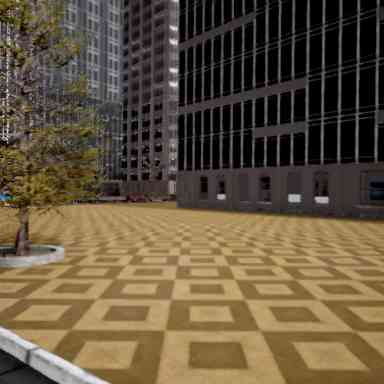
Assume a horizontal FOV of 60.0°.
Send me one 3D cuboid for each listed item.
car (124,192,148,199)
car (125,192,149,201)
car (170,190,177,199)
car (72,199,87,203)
[{"bbox_3d":[-11.176,0.738,66.202,1.947,1.339,4.313,2,2,45],"label":"car"},{"bbox_3d":[-9.211,0.898,56.255,1.802,1.307,4.206,2,2,45],"label":"car"},{"bbox_3d":[-1.223,0.563,64.355,2.192,1.841,5.009,2,2,45],"label":"car"},{"bbox_3d":[-17.148,0.951,48.104,1.947,1.339,4.313,2,2,45],"label":"car"}]
